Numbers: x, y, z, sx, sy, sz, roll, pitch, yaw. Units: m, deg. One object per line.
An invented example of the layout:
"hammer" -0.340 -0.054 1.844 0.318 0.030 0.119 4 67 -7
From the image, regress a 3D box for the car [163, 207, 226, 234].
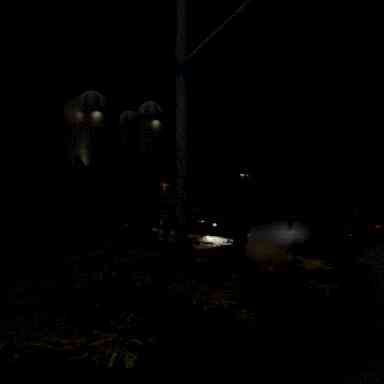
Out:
"car" 0.055 1.564 19.309 1.994 1.385 4.181 0 0 -35

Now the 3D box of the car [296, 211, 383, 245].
"car" 7.081 1.564 15.716 1.994 1.385 4.181 0 0 -37
